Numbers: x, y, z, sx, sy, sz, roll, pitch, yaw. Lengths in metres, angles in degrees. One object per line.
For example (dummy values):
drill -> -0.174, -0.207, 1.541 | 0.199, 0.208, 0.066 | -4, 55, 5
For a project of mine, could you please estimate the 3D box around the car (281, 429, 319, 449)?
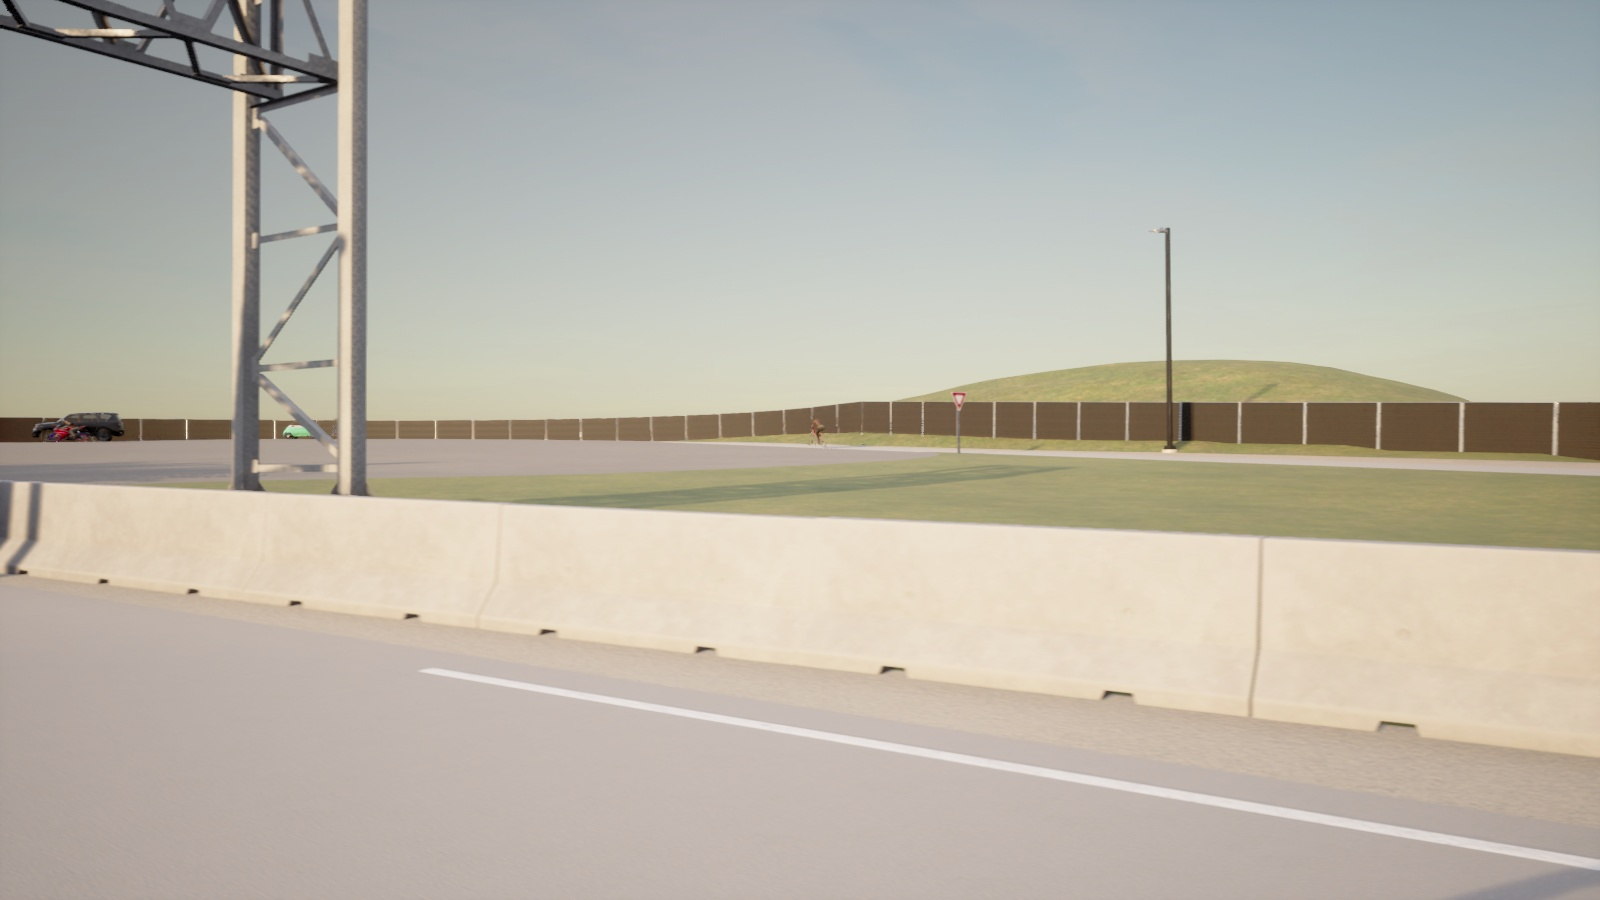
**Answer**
car -> -36.199, -0.811, 90.947 | 2.207, 1.376, 1.481 | -1, 0, -4

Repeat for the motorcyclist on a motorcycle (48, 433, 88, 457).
motorcyclist on a motorcycle -> -48.744, -0.312, 83.642 | 2.191, 1.530, 0.866 | -2, 0, -27
